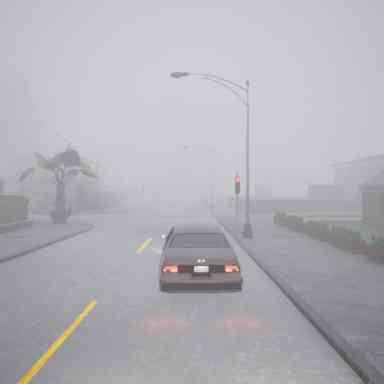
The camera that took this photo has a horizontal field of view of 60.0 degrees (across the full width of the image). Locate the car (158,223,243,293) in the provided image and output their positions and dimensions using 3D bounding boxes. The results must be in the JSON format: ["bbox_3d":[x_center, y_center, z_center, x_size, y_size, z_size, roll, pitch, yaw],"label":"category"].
[{"bbox_3d":[0.114,1.547,8.989,2.033,1.411,5.357,0,0,-2],"label":"car"}]

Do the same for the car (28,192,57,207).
[{"bbox_3d":[-19.758,0.985,43.904,1.905,1.878,3.866,0,0,35],"label":"car"}]
